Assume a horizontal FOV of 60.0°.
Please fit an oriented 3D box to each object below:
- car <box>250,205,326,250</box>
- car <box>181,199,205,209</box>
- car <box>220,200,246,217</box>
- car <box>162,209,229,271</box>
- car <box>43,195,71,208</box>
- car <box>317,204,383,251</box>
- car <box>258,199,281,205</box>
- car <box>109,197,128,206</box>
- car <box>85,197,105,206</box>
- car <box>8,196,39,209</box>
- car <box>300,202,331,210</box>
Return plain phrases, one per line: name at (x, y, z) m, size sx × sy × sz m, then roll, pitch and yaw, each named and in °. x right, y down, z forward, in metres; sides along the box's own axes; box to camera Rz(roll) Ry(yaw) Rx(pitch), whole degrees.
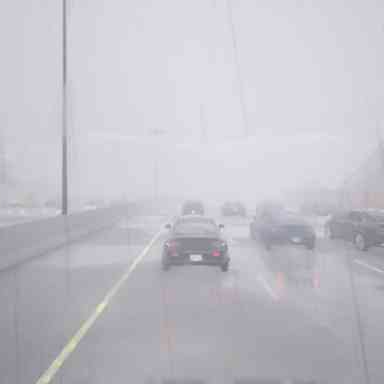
car at (3.621, 1.467, 13.800) m, size 1.812 × 1.442 × 4.674 m, roll 0°, pitch 0°, yaw 0°
car at (0.117, 1.378, 29.480) m, size 1.837 × 1.490 × 4.892 m, roll 0°, pitch 0°, yaw 0°
car at (3.616, 1.436, 29.974) m, size 1.994 × 1.385 × 4.181 m, roll 0°, pitch 0°, yaw 0°
car at (0.092, 1.480, 10.664) m, size 1.812 × 1.442 × 4.674 m, roll 0°, pitch 0°, yaw 0°
car at (-17.536, 1.160, 43.345) m, size 2.097 × 1.767 × 4.553 m, roll 0°, pitch 0°, yaw 0°
car at (7.107, 1.448, 13.674) m, size 1.837 × 1.490 × 4.892 m, roll 0°, pitch 0°, yaw 0°
car at (7.116, 1.397, 30.471) m, size 1.812 × 1.442 × 4.674 m, roll 0°, pitch 0°, yaw 0°
car at (-10.463, 1.357, 47.697) m, size 1.994 × 1.385 × 4.181 m, roll 0°, pitch 0°, yaw 1°
car at (-13.958, 1.354, 48.062) m, size 1.994 × 1.385 × 4.181 m, roll 0°, pitch 0°, yaw 1°
car at (-21.052, 1.292, 41.790) m, size 1.882 × 1.535 × 5.008 m, roll 0°, pitch 0°, yaw 0°
car at (10.614, 1.484, 27.858) m, size 1.895 × 1.301 × 4.718 m, roll 0°, pitch 0°, yaw 0°
